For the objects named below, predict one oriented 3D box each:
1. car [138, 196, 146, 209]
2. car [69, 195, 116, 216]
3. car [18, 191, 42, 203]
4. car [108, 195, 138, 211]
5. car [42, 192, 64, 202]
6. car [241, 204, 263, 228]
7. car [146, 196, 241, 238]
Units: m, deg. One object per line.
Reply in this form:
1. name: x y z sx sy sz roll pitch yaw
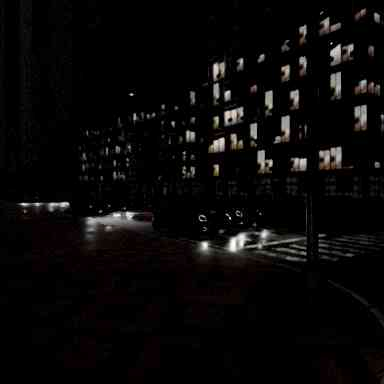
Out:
1. car: -5.499 1.043 34.180 1.895 1.301 4.718 0 1 -38
2. car: -8.271 1.127 26.870 1.895 1.301 4.718 0 1 -38
3. car: -21.870 0.631 44.304 1.837 1.490 4.892 0 1 -38
4. car: -7.517 1.015 31.162 2.033 1.411 5.357 0 1 -38
5. car: -19.621 0.719 46.713 1.895 1.301 4.718 0 1 -38
6. car: 1.911 1.098 19.227 2.097 1.767 4.553 0 1 -38
7. car: -0.075 1.120 16.497 2.097 1.767 4.553 0 1 -38
